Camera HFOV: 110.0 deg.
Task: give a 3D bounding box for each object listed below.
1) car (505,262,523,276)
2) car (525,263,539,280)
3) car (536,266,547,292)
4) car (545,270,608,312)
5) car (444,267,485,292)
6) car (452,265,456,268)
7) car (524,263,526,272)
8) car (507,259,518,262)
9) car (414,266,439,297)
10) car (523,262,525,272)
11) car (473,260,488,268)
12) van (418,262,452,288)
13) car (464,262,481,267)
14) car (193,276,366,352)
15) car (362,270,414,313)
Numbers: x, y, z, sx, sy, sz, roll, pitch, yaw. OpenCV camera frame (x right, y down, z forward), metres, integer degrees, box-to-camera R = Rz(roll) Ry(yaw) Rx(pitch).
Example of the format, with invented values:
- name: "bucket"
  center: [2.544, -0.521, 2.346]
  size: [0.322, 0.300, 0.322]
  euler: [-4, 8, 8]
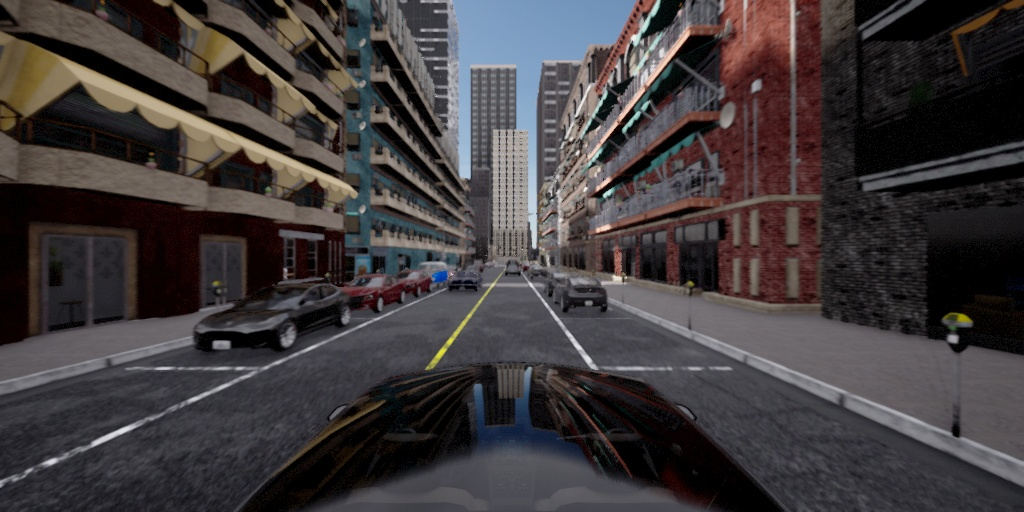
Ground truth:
- name: "car"
  center: [0.101, 1.761, 45.517]
  size: [1.994, 1.385, 4.181]
  euler: [0, -1, 0]
- name: "car"
  center: [2.693, 1.657, 36.808]
  size: [2.007, 1.370, 4.403]
  euler: [0, 0, 0]
- name: "car"
  center: [2.691, 1.488, 20.238]
  size: [2.007, 1.370, 4.403]
  euler: [0, 0, 0]
- name: "car"
  center: [2.690, 1.431, 14.715]
  size: [2.007, 1.370, 4.403]
  euler: [0, 0, 0]
- name: "car"
  center: [-2.997, 1.641, 23.795]
  size: [1.895, 1.301, 4.718]
  euler: [0, -1, 0]
- name: "car"
  center: [-5.689, 1.490, 31.299]
  size: [1.967, 1.591, 4.097]
  euler: [0, 0, 0]
- name: "car"
  center: [2.694, 1.690, 42.501]
  size: [1.751, 1.417, 4.829]
  euler: [0, 0, 0]
- name: "car"
  center: [0.108, 1.568, 59.674]
  size: [2.150, 2.045, 5.566]
  euler: [0, -1, 0]
- name: "car"
  center: [-5.690, 1.482, 20.253]
  size: [1.888, 1.381, 4.507]
  euler: [0, 0, 0]
- name: "car"
  center: [2.697, 1.883, 58.899]
  size: [1.888, 1.381, 4.507]
  euler: [0, 0, 0]
- name: "car"
  center: [-5.685, 1.653, 58.914]
  size: [2.192, 1.841, 5.009]
  euler: [0, 0, 0]
- name: "van"
  center: [-5.689, 1.335, 25.776]
  size: [1.690, 1.789, 3.998]
  euler: [0, 0, 0]
- name: "car"
  center: [-5.687, 1.788, 47.869]
  size: [1.948, 1.339, 4.313]
  euler: [0, 0, 0]
- name: "car"
  center: [-5.691, 1.391, 9.206]
  size: [1.948, 1.339, 4.313]
  euler: [0, 0, 0]
- name: "car"
  center: [-5.690, 1.426, 14.729]
  size: [1.888, 1.381, 4.507]
  euler: [0, 0, 0]
